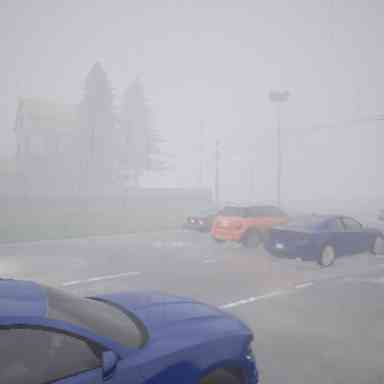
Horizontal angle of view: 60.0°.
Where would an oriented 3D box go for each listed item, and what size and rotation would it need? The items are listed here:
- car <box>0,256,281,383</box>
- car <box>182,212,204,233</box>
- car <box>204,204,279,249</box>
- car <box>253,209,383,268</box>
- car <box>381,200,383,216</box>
[{"bbox_3d":[-1.647,1.477,2.583,5.008,1.535,1.882,-1,0,-35],"label":"car"},{"bbox_3d":[2.071,1.515,18.128,5.357,1.411,2.033,0,0,-35],"label":"car"},{"bbox_3d":[3.061,1.322,14.538,4.553,1.767,2.097,0,0,-35],"label":"car"},{"bbox_3d":[4.628,1.450,11.355,5.008,1.535,1.882,0,0,-35],"label":"car"},{"bbox_3d":[19.432,1.435,30.522,4.674,1.442,1.812,0,0,-36],"label":"car"}]
